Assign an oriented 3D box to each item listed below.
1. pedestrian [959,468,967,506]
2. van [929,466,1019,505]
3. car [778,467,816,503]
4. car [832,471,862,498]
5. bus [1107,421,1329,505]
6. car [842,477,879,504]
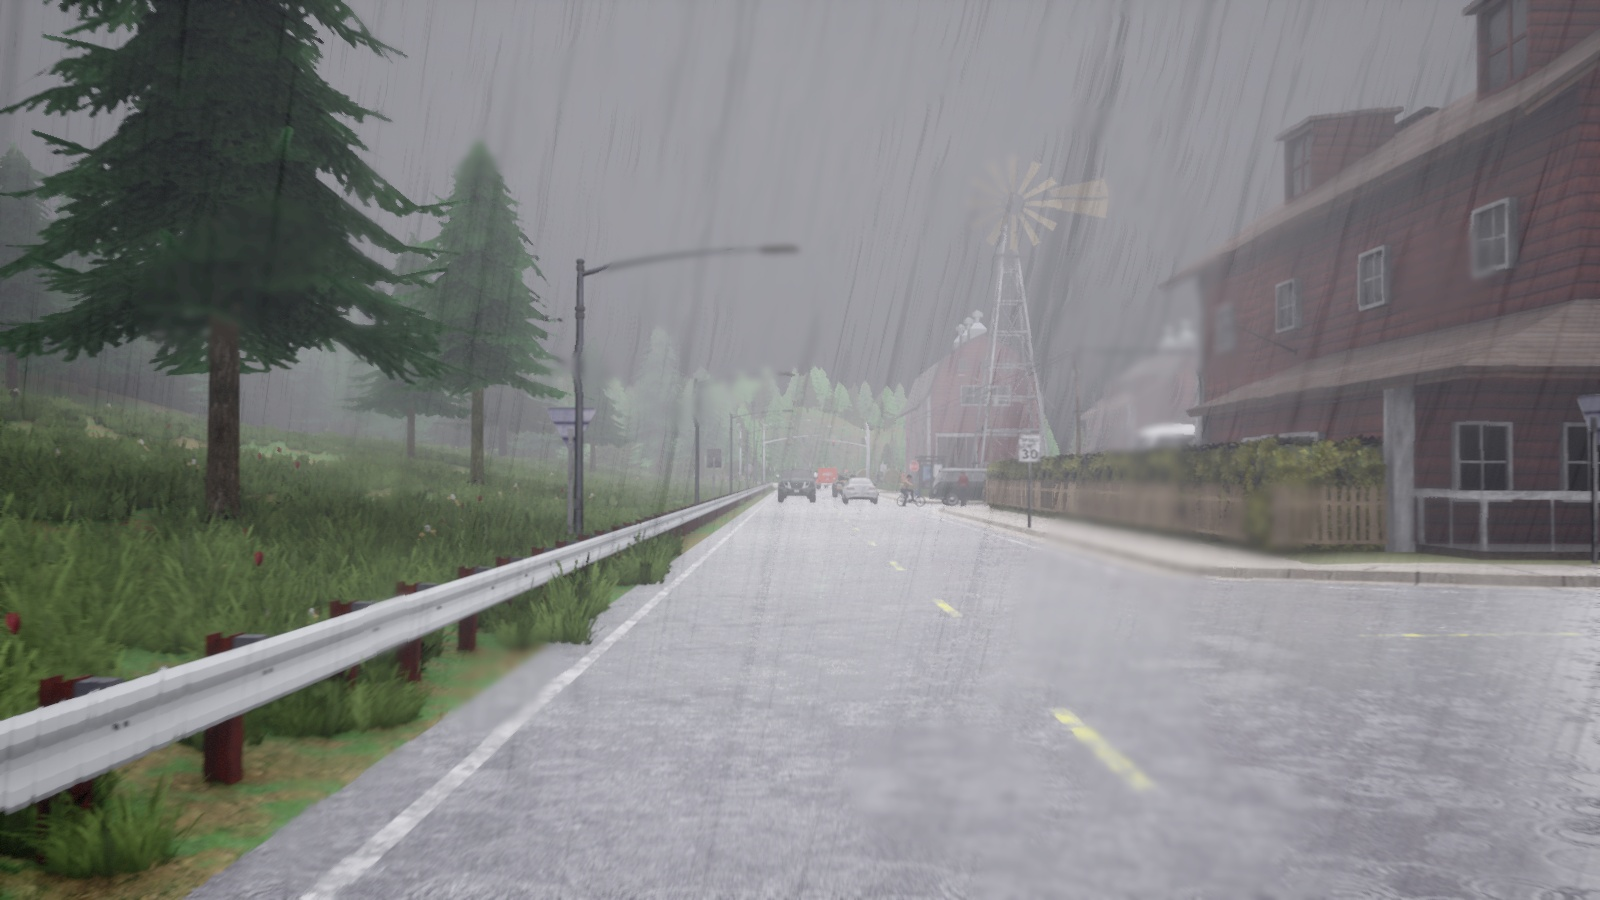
[{"bbox_3d":[8.091,1.836,62.219,0.331,1.846,0.636,0,-1,4],"label":"pedestrian"},{"bbox_3d":[9.103,1.873,65.824,4.442,1.987,1.775,0,-1,-2],"label":"van"},{"bbox_3d":[-0.172,2.039,73.845,2.150,2.045,5.566,0,-1,0],"label":"car"},{"bbox_3d":[3.291,2.432,89.049,1.932,1.855,4.605,0,-1,0],"label":"car"},{"bbox_3d":[21.790,0.696,65.997,10.273,4.253,3.944,0,-1,0],"label":"bus"},{"bbox_3d":[3.336,2.258,70.206,1.812,1.442,4.674,0,-1,0],"label":"car"}]
